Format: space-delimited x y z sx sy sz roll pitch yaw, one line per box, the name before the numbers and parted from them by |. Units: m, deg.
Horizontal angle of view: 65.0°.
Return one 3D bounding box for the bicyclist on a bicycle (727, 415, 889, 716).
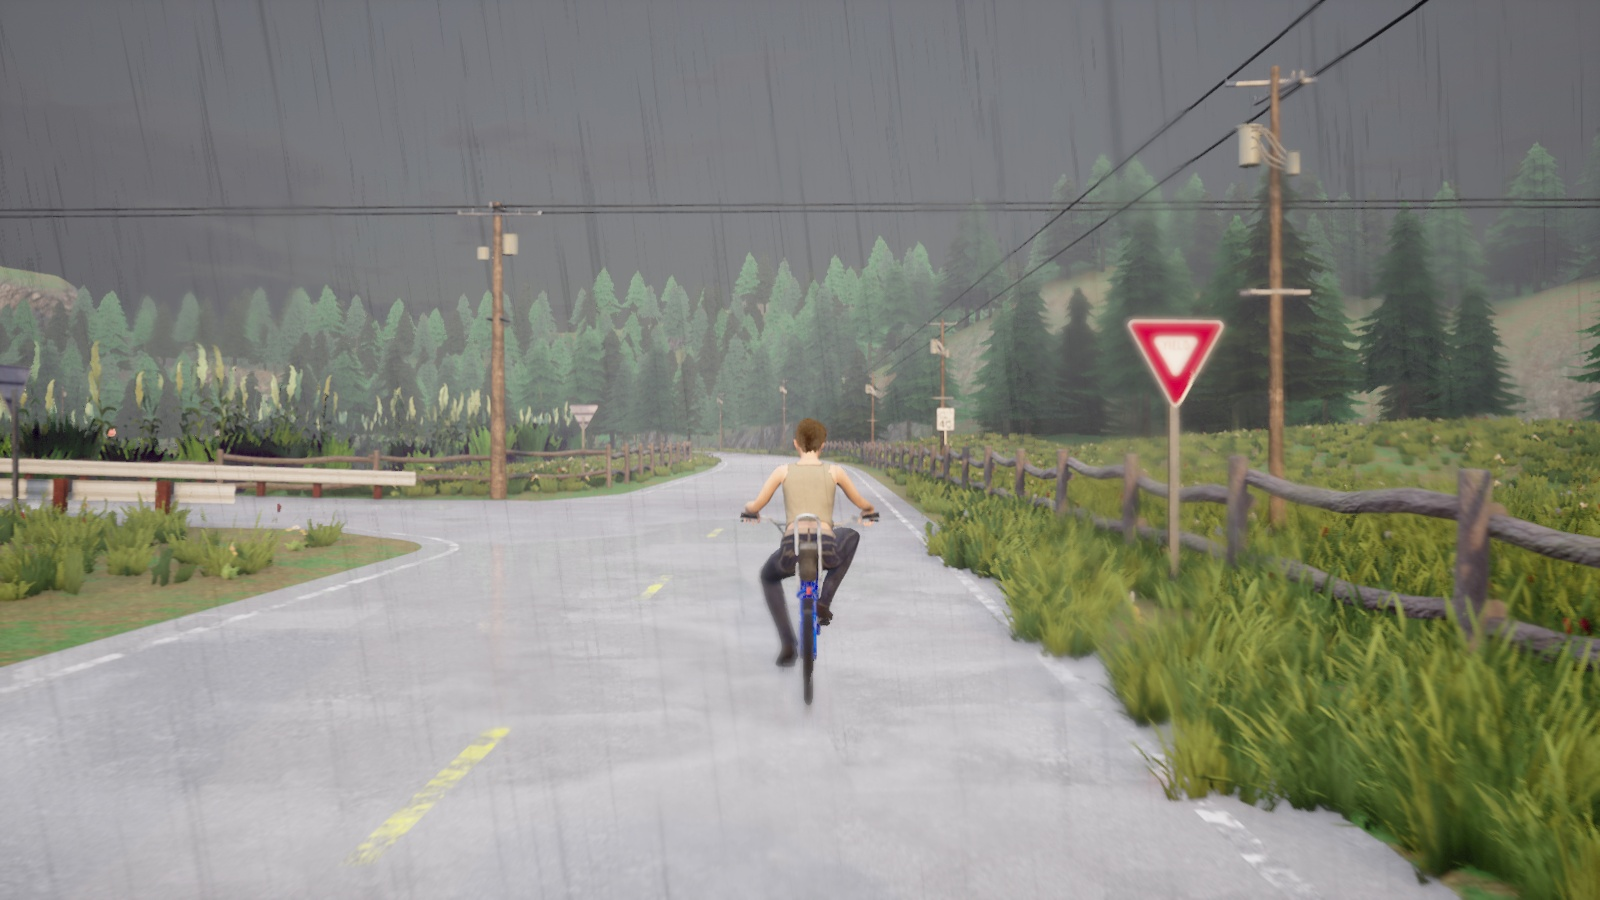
bicyclist on a bicycle | 0.057 0.615 7.509 0.866 1.612 1.509 0 0 1
